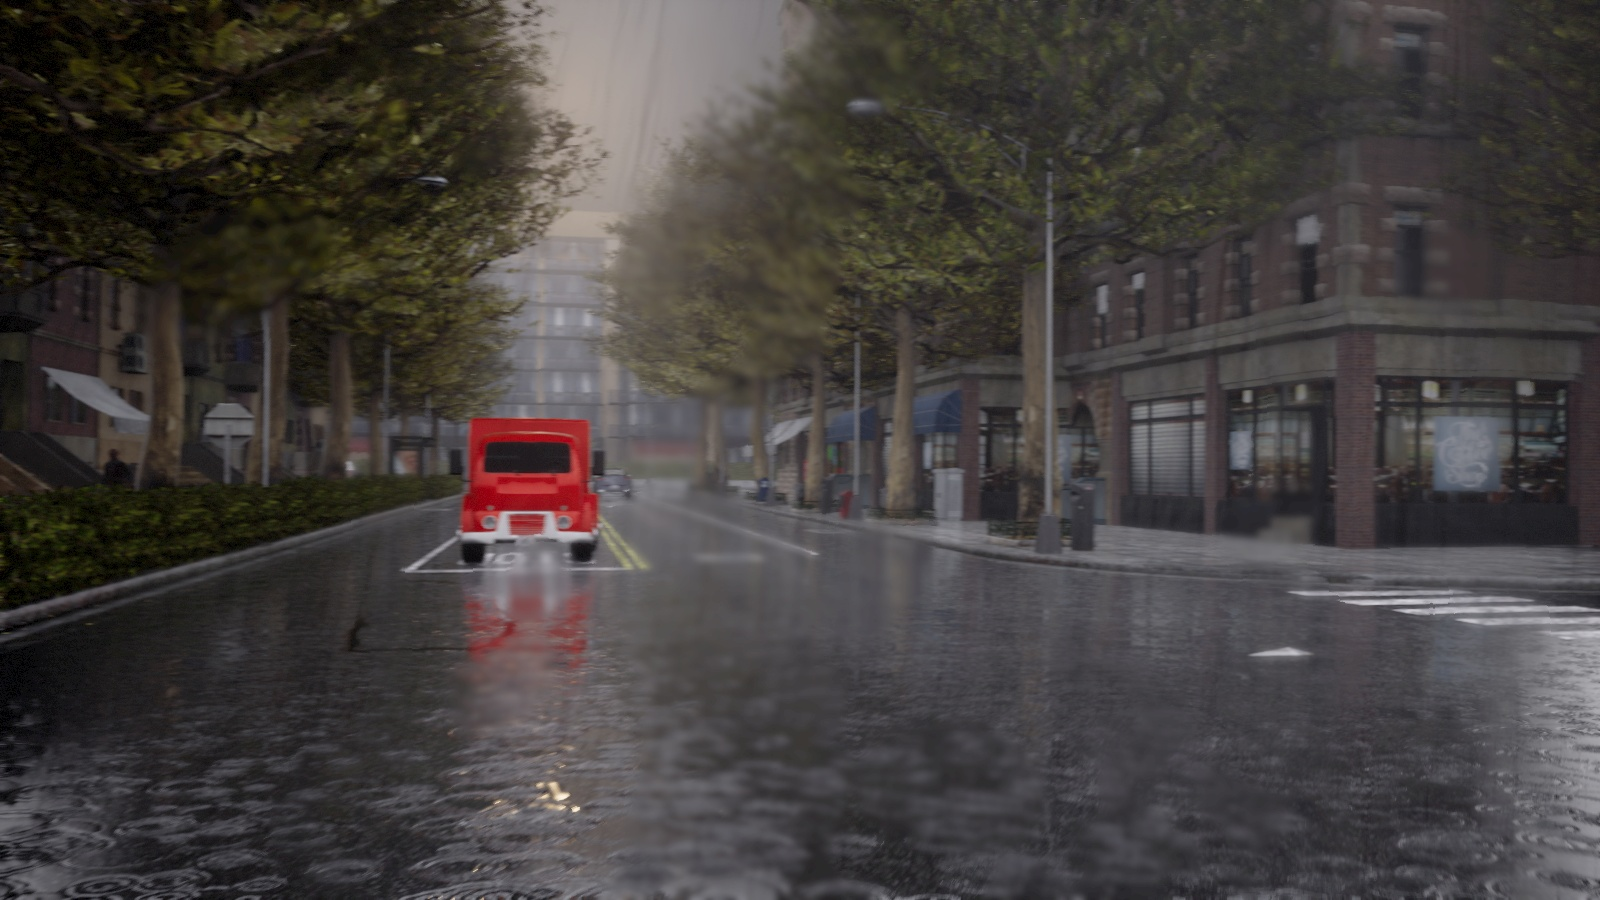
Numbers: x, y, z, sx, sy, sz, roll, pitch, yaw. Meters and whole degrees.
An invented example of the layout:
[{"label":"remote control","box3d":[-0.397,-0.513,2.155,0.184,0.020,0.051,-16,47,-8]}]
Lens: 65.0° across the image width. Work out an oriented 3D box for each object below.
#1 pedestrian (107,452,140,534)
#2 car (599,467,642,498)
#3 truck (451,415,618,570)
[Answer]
[{"label":"pedestrian","box3d":[-15.403,0.977,28.605,0.376,1.854,0.720,0,-1,-4]},{"label":"car","box3d":[-9.915,1.774,69.101,2.152,1.651,5.027,0,-1,-11]},{"label":"truck","box3d":[-4.746,0.720,22.798,2.627,2.467,5.204,0,-1,-11]}]
